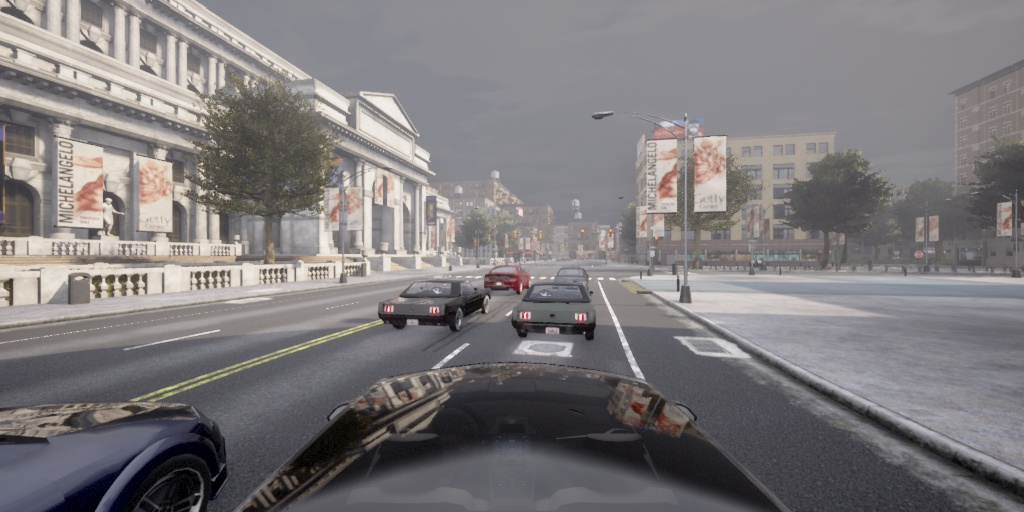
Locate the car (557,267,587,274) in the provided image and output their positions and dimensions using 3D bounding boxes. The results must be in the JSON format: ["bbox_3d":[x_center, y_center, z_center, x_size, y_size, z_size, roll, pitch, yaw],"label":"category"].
[{"bbox_3d":[3.242,1.297,19.372,2.033,1.411,5.357,0,0,12],"label":"car"}]

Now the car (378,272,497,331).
[{"bbox_3d":[-2.029,1.351,11.027,1.895,1.301,4.718,0,0,11],"label":"car"}]

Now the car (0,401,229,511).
[{"bbox_3d":[-3.158,1.314,1.037,1.994,1.385,4.181,0,0,-2],"label":"car"}]

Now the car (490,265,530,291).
[{"bbox_3d":[-0.152,1.227,20.180,1.882,1.535,5.008,0,0,12],"label":"car"}]

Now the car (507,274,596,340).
[{"bbox_3d":[1.316,1.351,10.020,1.895,1.301,4.718,0,0,11],"label":"car"}]
